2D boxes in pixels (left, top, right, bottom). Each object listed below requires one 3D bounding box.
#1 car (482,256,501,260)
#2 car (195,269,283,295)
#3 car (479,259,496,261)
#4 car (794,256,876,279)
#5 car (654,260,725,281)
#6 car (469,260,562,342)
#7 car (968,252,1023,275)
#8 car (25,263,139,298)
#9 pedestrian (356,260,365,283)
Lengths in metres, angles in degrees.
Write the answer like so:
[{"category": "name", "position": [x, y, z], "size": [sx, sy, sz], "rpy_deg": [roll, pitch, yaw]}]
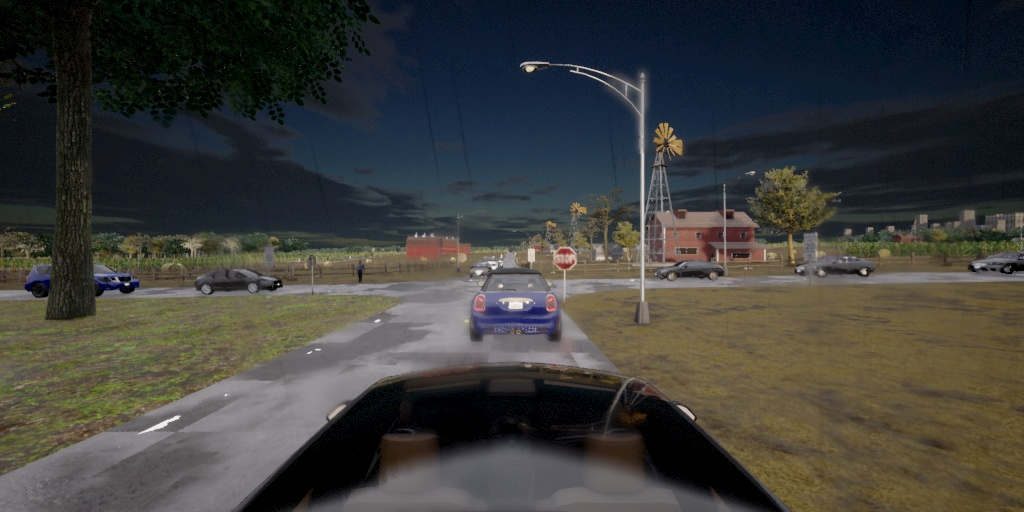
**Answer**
[{"category": "car", "position": [-2.891, 1.075, 45.601], "size": [2.150, 2.045, 5.566], "rpy_deg": [0, 0, 1]}, {"category": "car", "position": [-17.291, 1.598, 22.814], "size": [4.892, 1.490, 1.837], "rpy_deg": [-1, 1, 0]}, {"category": "car", "position": [-2.894, 1.289, 33.643], "size": [2.128, 1.511, 4.902], "rpy_deg": [0, 0, 0]}, {"category": "car", "position": [22.967, 0.755, 25.608], "size": [4.902, 1.511, 2.128], "rpy_deg": [-1, 1, 0]}, {"category": "car", "position": [12.658, 0.994, 25.690], "size": [4.674, 1.442, 1.812], "rpy_deg": [-1, 1, 2]}, {"category": "car", "position": [0.085, 1.104, 9.976], "size": [2.097, 1.767, 4.553], "rpy_deg": [0, 0, 0]}, {"category": "car", "position": [35.668, 0.495, 25.544], "size": [4.902, 1.511, 2.128], "rpy_deg": [-1, 1, 0]}, {"category": "car", "position": [-27.286, 1.499, 22.845], "size": [5.566, 2.045, 2.150], "rpy_deg": [-1, 1, 0]}, {"category": "pedestrian", "position": [-12.195, 1.215, 28.764], "size": [0.375, 1.860, 0.375], "rpy_deg": [0, 2, 0]}]
